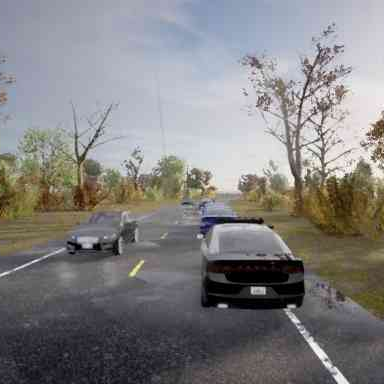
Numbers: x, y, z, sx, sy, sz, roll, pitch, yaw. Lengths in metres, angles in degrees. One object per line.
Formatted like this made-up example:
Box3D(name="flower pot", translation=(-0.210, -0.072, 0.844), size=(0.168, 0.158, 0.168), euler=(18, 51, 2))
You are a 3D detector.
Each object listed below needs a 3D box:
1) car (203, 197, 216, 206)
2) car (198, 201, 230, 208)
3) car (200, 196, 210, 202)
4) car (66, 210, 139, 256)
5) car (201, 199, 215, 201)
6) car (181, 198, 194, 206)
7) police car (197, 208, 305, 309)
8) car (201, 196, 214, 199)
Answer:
Box3D(name="car", translation=(3.202, 1.633, 60.356), size=(2.128, 1.511, 4.902), euler=(0, 0, 6))
Box3D(name="car", translation=(1.408, 1.485, 17.923), size=(1.882, 1.535, 5.008), euler=(0, 0, 2))
Box3D(name="car", translation=(3.475, 1.787, 89.668), size=(2.128, 1.511, 4.902), euler=(0, -1, 8))
Box3D(name="car", translation=(-3.360, 1.496, 13.312), size=(2.128, 1.511, 4.902), euler=(0, 0, 2))
Box3D(name="car", translation=(1.644, 1.491, 23.892), size=(1.882, 1.535, 5.008), euler=(0, 0, 3))
Box3D(name="car", translation=(-0.722, 1.685, 56.131), size=(1.994, 1.385, 4.181), euler=(0, 0, 6))
Box3D(name="police car", translation=(1.144, 1.427, 8.081), size=(1.930, 1.638, 5.238), euler=(0, 0, 1))
Box3D(name="car", translation=(2.041, 1.602, 46.574), size=(1.812, 1.442, 4.674), euler=(0, 0, 6))
